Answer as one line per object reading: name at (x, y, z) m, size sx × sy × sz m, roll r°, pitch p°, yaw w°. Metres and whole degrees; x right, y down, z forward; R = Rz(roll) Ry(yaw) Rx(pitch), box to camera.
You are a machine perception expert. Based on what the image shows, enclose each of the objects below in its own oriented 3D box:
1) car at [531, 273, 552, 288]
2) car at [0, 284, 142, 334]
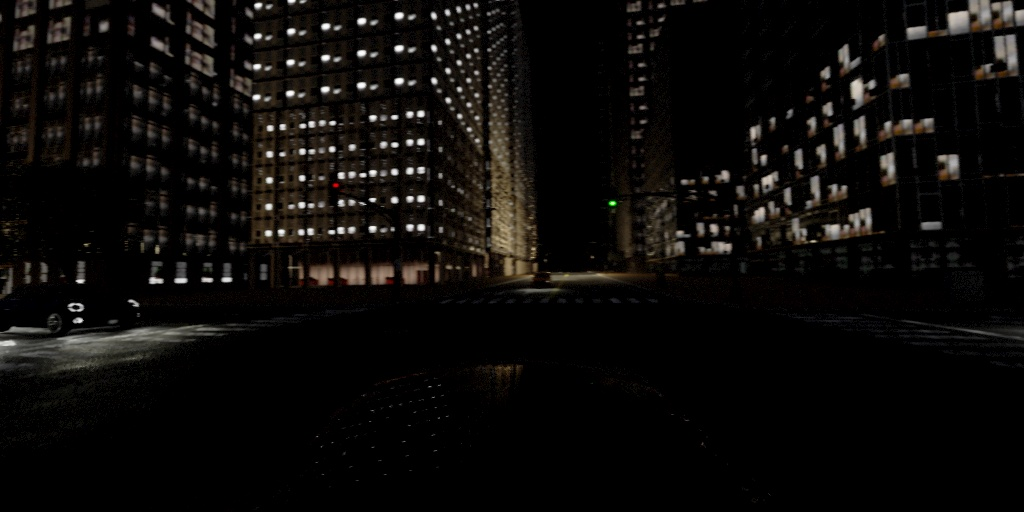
car at (3.055, 2.448, 36.757) m, size 1.882 × 1.535 × 5.008 m, roll -1°, pitch -2°, yaw 10°
car at (-16.428, 1.820, 13.316) m, size 4.553 × 1.767 × 2.097 m, roll -1°, pitch -3°, yaw 12°
